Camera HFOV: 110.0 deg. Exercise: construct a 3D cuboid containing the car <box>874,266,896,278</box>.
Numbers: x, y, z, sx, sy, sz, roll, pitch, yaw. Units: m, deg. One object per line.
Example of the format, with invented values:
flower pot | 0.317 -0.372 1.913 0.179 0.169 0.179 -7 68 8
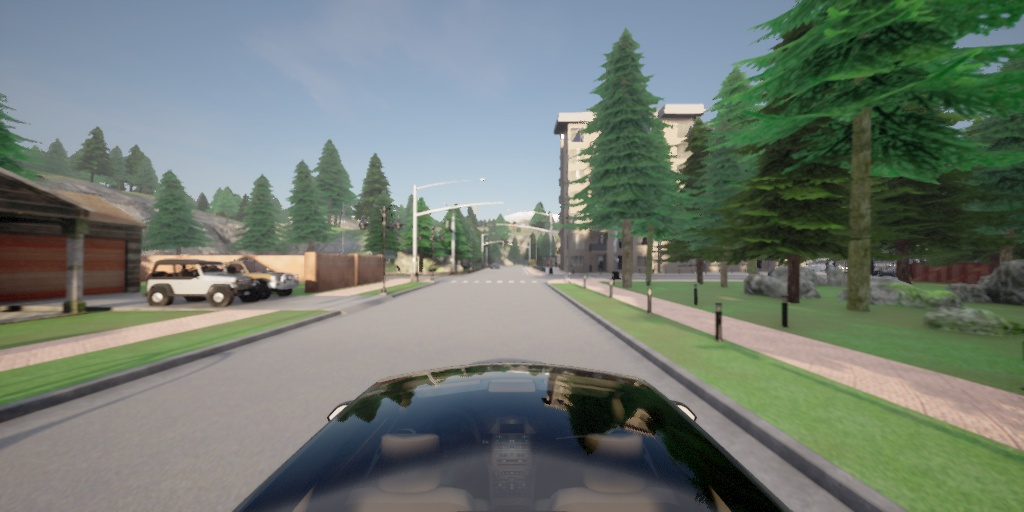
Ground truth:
car | 44.451 1.767 40.883 5.357 1.411 2.033 0 -1 1
